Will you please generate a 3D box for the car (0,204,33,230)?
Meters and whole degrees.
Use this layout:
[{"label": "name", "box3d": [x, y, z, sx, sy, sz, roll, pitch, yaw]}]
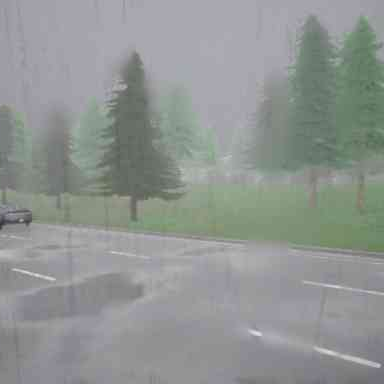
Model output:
[{"label": "car", "box3d": [-12.155, 1.504, 21.266, 4.902, 1.511, 2.128, 0, 0, 36]}]
